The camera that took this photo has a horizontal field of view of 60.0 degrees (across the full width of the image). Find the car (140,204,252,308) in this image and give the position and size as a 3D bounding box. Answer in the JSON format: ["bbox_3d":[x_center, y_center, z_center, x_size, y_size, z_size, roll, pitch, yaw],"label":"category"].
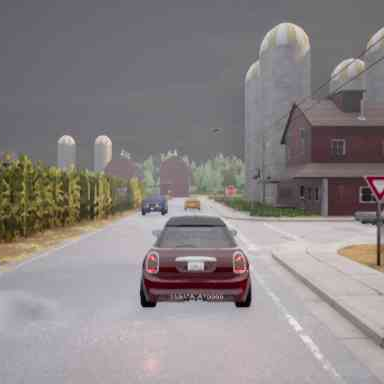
[{"bbox_3d":[0.075,1.342,8.082,2.097,1.767,4.553,0,0,0],"label":"car"}]

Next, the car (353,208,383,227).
[{"bbox_3d":[13.227,1.548,21.719,4.718,1.301,1.895,0,0,-1],"label":"car"}]

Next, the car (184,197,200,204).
[{"bbox_3d":[0.049,1.426,42.413,1.882,1.535,5.008,0,0,0],"label":"car"}]

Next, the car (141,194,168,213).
[{"bbox_3d":[-3.622,1.182,33.023,2.150,2.045,5.566,0,0,0],"label":"car"}]
